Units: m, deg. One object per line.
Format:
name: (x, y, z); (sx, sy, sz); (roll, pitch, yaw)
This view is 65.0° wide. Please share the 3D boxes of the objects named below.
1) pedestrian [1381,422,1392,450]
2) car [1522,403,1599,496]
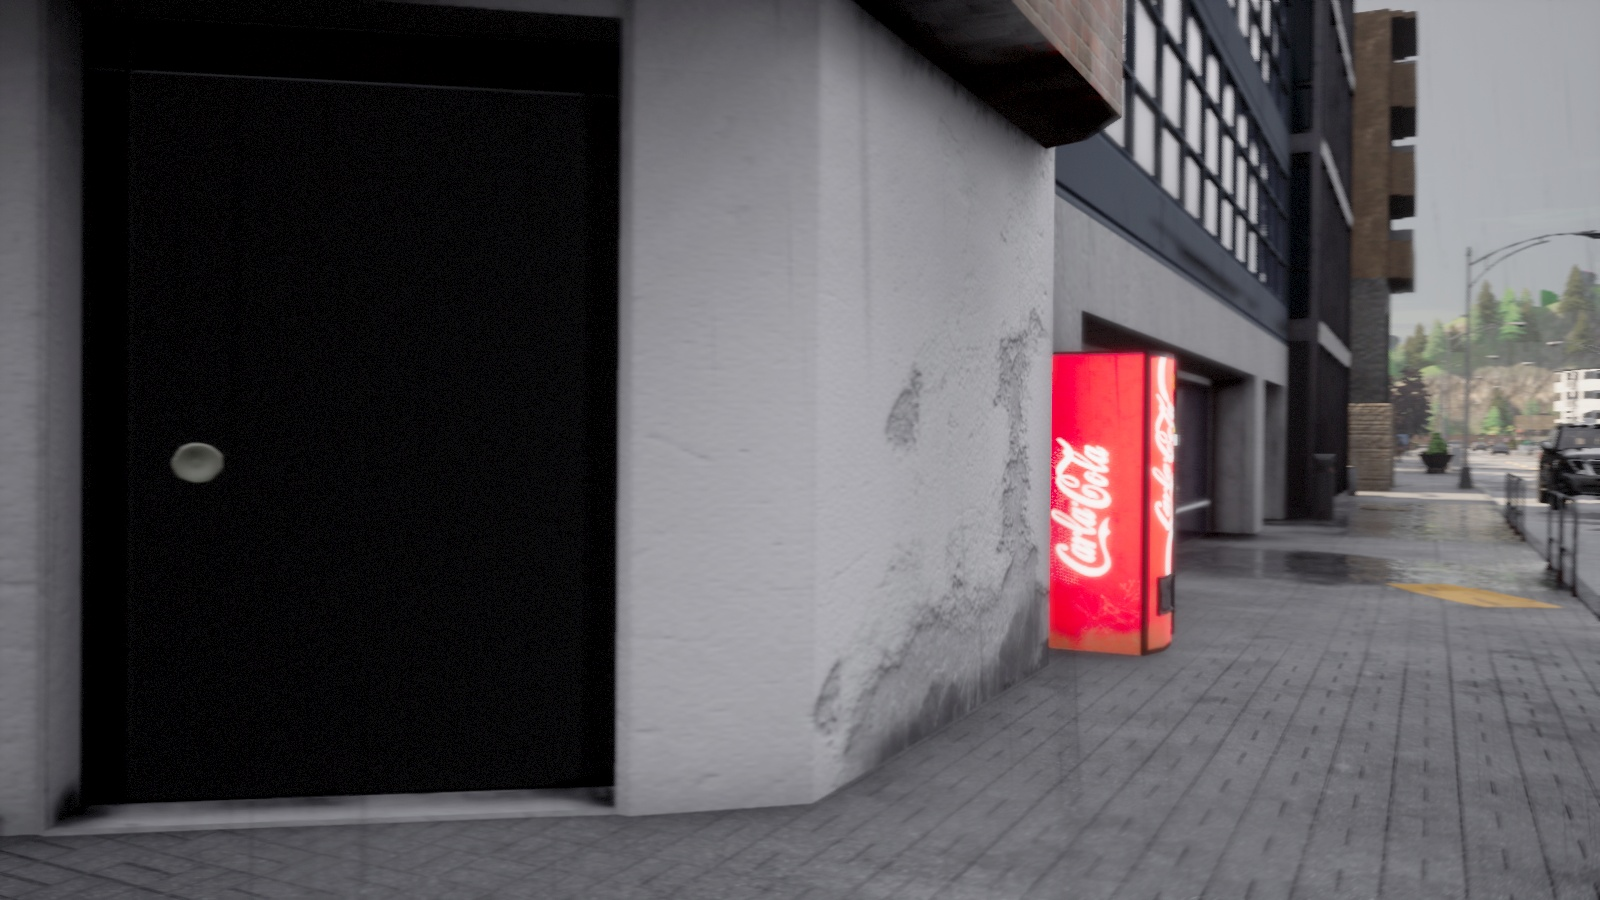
pedestrian: (38.582, -0.912, 82.590); (0.540, 1.848, 0.694); (0, 1, 19)
car: (18.684, -0.054, 29.963); (2.150, 2.045, 5.566); (0, 1, 26)
